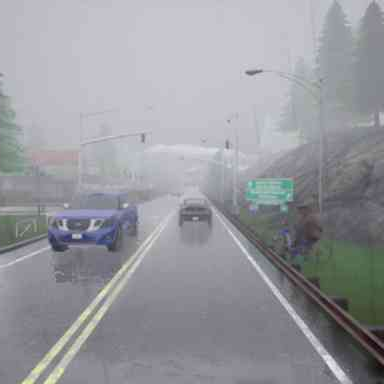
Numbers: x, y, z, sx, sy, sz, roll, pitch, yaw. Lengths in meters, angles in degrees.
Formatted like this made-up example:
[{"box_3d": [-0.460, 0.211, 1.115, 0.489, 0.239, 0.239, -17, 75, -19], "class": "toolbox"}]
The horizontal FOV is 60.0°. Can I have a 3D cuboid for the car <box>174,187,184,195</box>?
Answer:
[{"box_3d": [-3.033, -0.217, 79.754, 2.097, 1.767, 4.553, 0, 1, 0], "class": "car"}]

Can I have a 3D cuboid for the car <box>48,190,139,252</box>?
[{"box_3d": [-3.485, 0.964, 12.948, 2.150, 2.045, 5.566, 0, 1, 1], "class": "car"}]

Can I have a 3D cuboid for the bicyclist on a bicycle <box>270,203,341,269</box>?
[{"box_3d": [3.138, 1.201, 9.301, 1.656, 1.620, 0.582, 5, 2, 1], "class": "bicyclist on a bicycle"}]

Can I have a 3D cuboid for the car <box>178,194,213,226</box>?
[{"box_3d": [0.201, 1.109, 20.025, 1.837, 1.490, 4.892, 0, 1, 0], "class": "car"}]

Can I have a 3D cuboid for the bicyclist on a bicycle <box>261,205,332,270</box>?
[{"box_3d": [2.831, 1.150, 8.868, 1.656, 1.620, 0.582, 32, 20, 17], "class": "bicyclist on a bicycle"}]

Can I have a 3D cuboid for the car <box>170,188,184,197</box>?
[{"box_3d": [-3.151, 0.237, 64.263, 1.837, 1.490, 4.892, 0, 1, 1], "class": "car"}]
